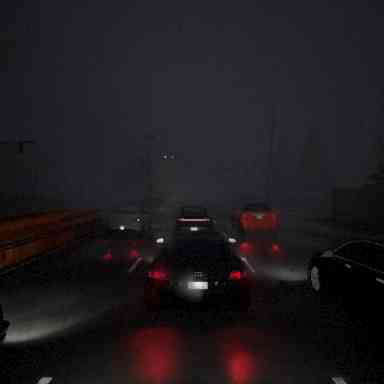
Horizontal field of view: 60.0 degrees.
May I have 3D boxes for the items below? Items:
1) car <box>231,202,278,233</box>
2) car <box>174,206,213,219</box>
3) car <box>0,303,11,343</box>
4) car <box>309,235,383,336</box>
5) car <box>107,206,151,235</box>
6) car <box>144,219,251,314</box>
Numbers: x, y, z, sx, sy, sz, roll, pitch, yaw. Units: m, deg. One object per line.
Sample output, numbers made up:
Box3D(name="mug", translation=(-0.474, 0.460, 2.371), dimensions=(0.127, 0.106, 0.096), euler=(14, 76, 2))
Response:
Box3D(name="car", translation=(3.597, 1.353, 19.806), dimensions=(2.097, 1.767, 4.553), euler=(0, 0, 0))
Box3D(name="car", translation=(0.097, 1.492, 17.635), dimensions=(2.128, 1.511, 4.902), euler=(0, 0, 0))
Box3D(name="car", translation=(-3.401, 1.548, 2.060), dimensions=(2.033, 1.411, 5.357), euler=(0, 0, 0))
Box3D(name="car", translation=(3.599, 1.506, 5.758), dimensions=(1.837, 1.490, 4.892), euler=(0, 0, 0))
Box3D(name="car", translation=(-3.406, 1.526, 18.539), dimensions=(1.812, 1.442, 4.674), euler=(0, 0, 0))
Box3D(name="car", translation=(0.099, 1.564, 7.686), dimensions=(1.994, 1.385, 4.181), euler=(0, 0, 0))
